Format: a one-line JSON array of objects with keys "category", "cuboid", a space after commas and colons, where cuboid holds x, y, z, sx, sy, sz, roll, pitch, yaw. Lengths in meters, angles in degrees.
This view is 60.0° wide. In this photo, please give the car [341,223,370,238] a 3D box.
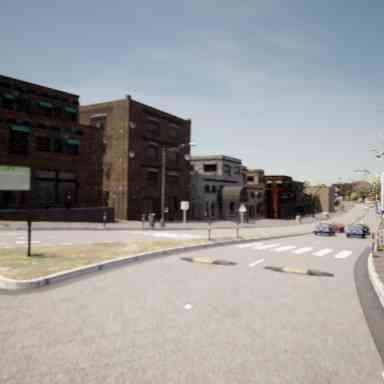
[{"category": "car", "cuboid": [18.451, 4.390, 37.345, 2.033, 1.411, 5.357, 1, -4, 30]}]

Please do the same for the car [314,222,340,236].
[{"category": "car", "cuboid": [15.433, 4.308, 38.618, 2.033, 1.411, 5.357, 1, -4, 30]}]
